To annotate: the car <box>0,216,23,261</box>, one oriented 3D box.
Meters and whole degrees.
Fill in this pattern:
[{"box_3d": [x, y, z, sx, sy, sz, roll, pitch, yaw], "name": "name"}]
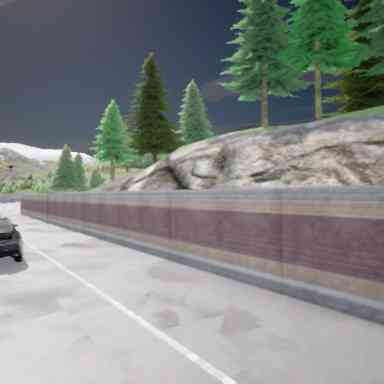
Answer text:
[{"box_3d": [-7.448, 1.638, 12.141, 1.837, 1.490, 4.892, 0, 0, -35], "name": "car"}]
